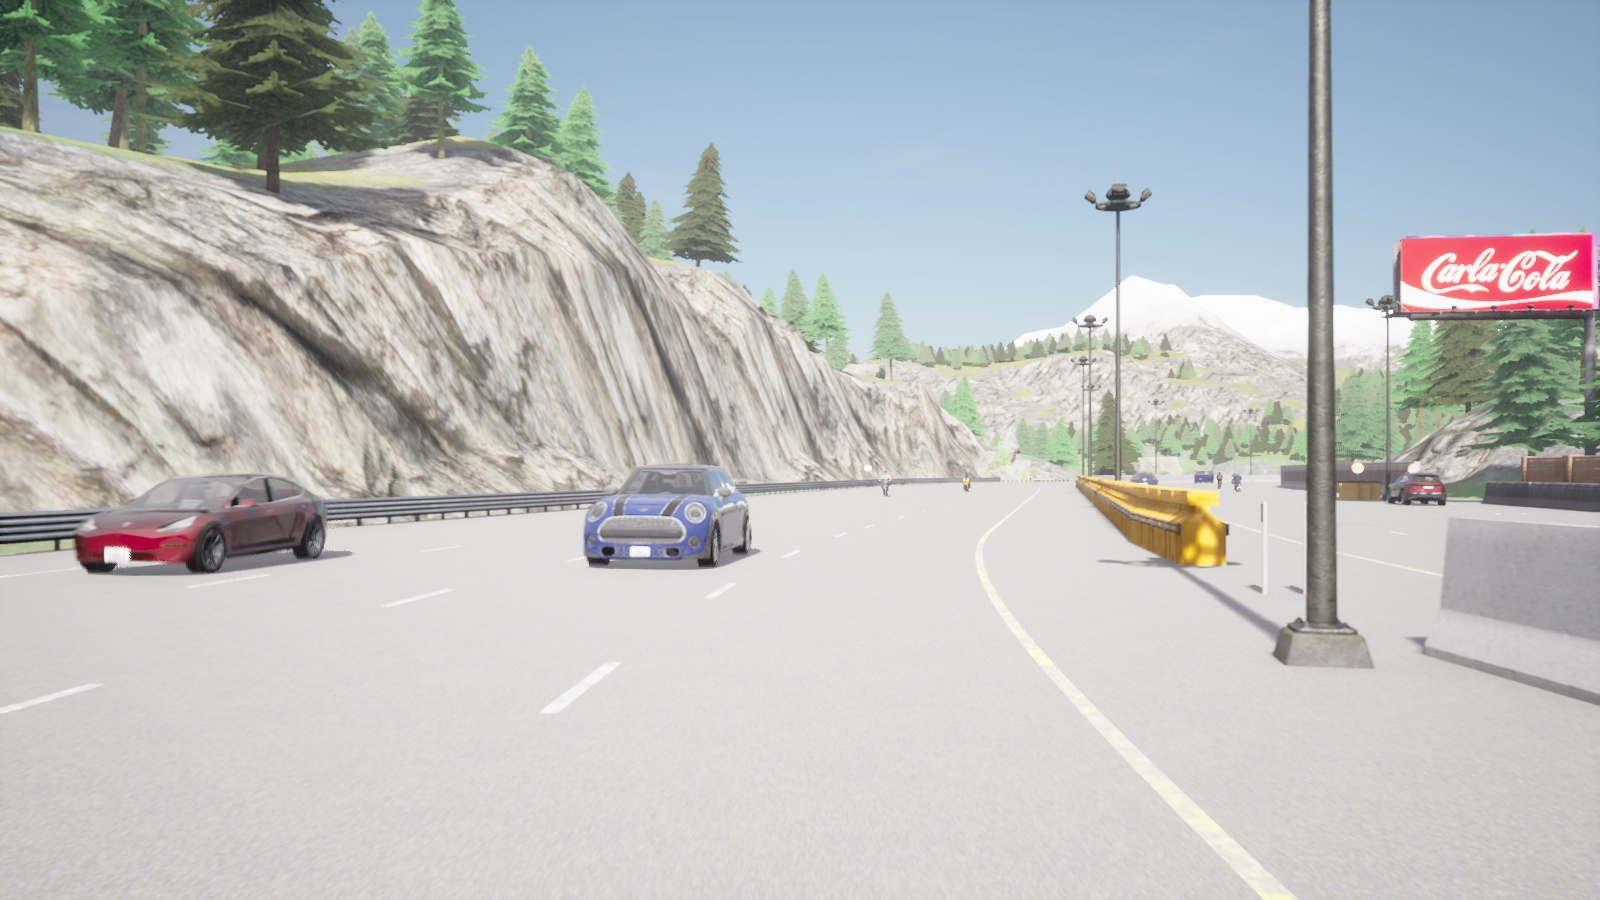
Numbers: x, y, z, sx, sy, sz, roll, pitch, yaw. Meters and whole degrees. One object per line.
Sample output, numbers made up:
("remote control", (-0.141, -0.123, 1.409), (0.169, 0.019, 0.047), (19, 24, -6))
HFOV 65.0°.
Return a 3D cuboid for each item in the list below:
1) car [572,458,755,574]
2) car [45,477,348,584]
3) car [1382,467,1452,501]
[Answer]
("car", (-2.190, 1.042, 21.515), (2.097, 1.767, 4.553), (0, -1, 7))
("car", (-9.411, 1.188, 20.150), (2.163, 1.488, 4.792), (0, -1, 7))
("car", (31.005, 1.682, 63.253), (2.033, 1.649, 4.856), (0, -1, 12))
